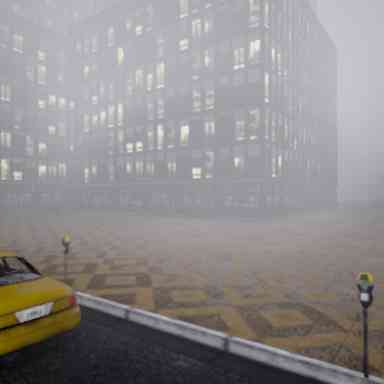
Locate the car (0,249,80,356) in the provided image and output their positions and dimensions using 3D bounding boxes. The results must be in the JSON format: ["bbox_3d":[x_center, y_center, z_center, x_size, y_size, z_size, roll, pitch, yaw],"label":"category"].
[{"bbox_3d":[-3.904,1.519,5.630,4.829,1.417,1.752,0,0,35],"label":"car"}]
